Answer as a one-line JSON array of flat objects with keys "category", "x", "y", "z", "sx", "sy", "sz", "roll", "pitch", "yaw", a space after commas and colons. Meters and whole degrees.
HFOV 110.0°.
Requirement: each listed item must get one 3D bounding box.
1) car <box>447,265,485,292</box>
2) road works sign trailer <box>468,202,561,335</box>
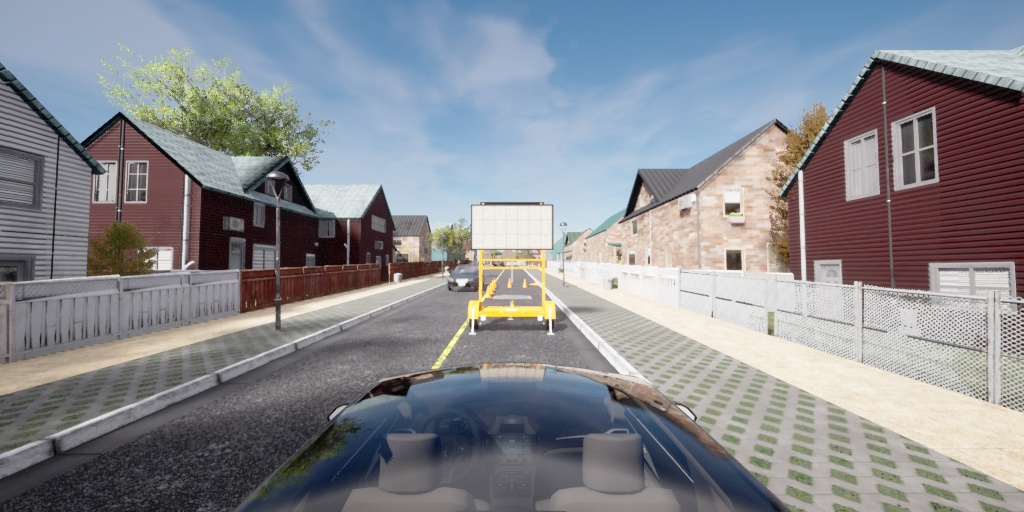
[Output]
[{"category": "car", "x": -2.731, "y": 1.290, "z": 21.992, "sx": 2.128, "sy": 1.511, "sz": 4.902, "roll": 0, "pitch": 0, "yaw": 0}, {"category": "road works sign trailer", "x": 0.005, "y": 0.227, "z": 10.558, "sx": 2.380, "sy": 3.560, "sz": 2.880, "roll": 0, "pitch": 0, "yaw": 1}]
